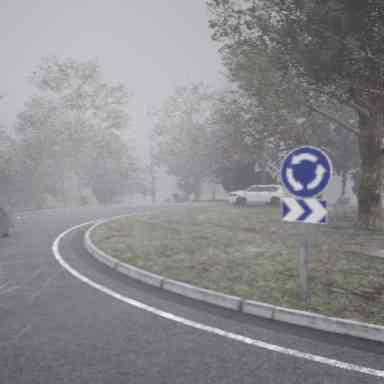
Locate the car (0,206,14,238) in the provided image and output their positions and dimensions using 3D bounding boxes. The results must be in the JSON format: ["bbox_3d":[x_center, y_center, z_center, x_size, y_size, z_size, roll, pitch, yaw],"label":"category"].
[{"bbox_3d":[-7.502,1.095,11.360,2.033,1.411,5.357,0,2,-18],"label":"car"}]

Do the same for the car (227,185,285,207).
[{"bbox_3d":[6.259,0.337,32.299,5.566,2.045,2.150,1,1,-5],"label":"car"}]
